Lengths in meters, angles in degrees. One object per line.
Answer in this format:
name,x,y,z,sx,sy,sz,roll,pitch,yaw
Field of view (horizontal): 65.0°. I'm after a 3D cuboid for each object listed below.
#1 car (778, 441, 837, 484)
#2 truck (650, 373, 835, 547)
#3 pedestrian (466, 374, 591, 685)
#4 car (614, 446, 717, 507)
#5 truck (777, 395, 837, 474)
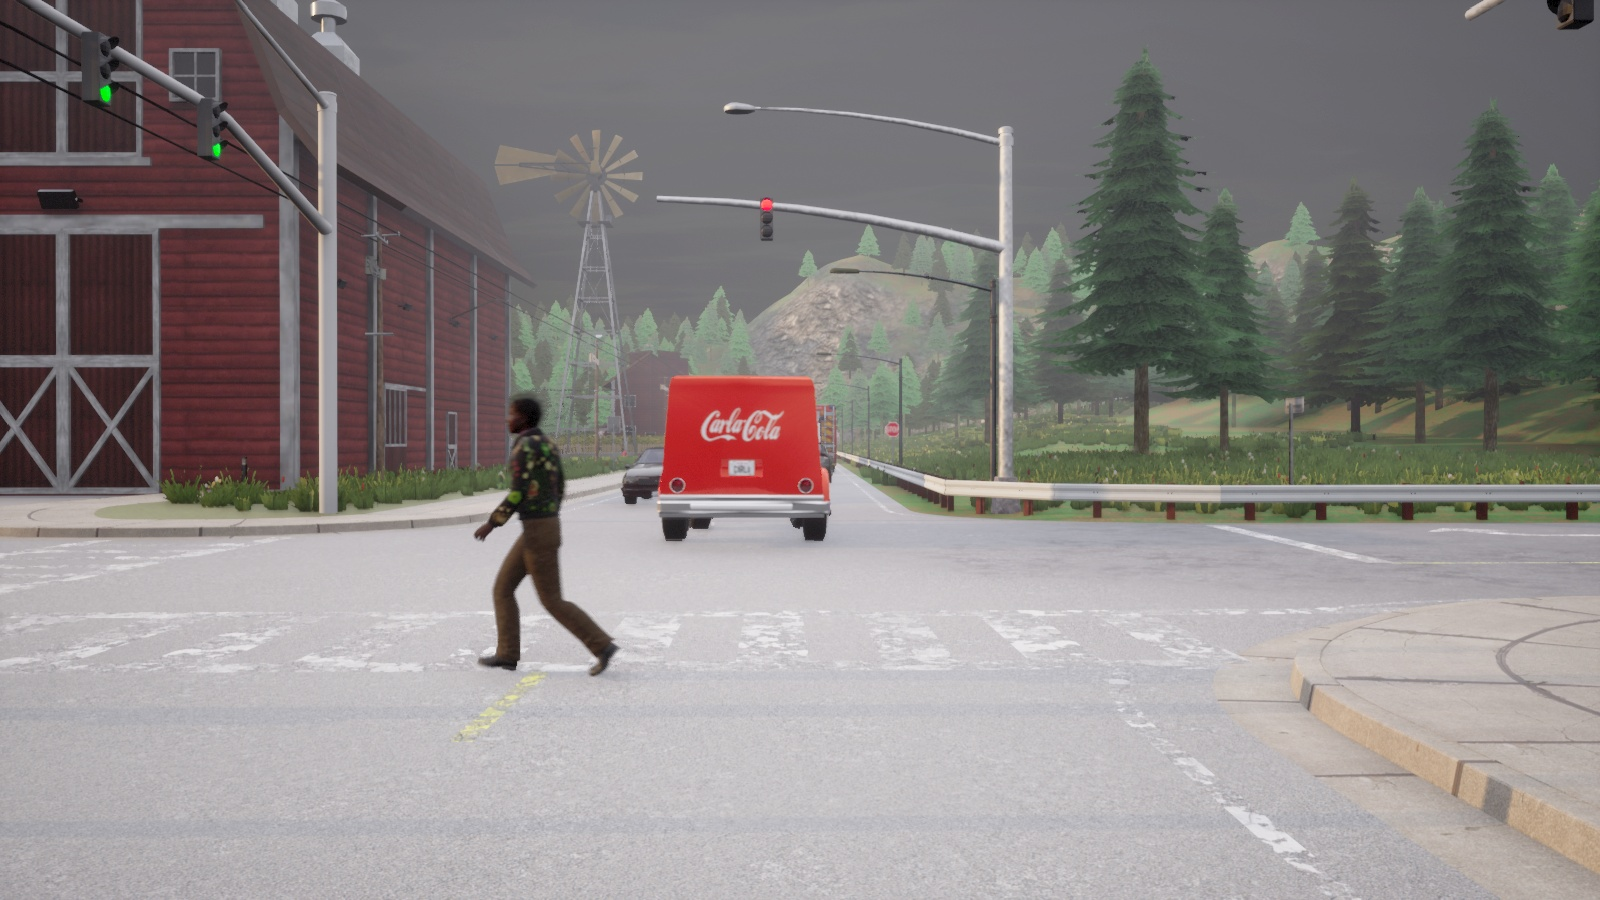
car,0.278,0.433,47.561,2.128,1.511,4.902,0,0,0
truck,-0.860,0.133,20.447,2.627,2.467,5.204,0,0,-1
pedestrian,-1.722,0.493,8.008,0.692,1.930,0.395,0,0,4
car,-3.308,0.610,31.933,2.033,1.411,5.357,0,0,0
truck,0.373,-0.784,64.703,2.891,3.827,8.468,0,0,0
